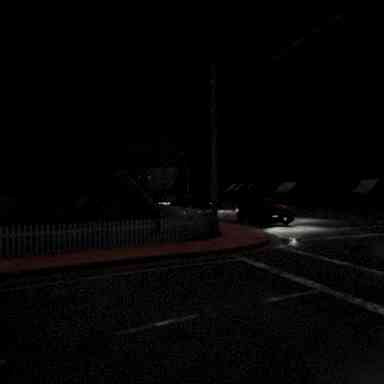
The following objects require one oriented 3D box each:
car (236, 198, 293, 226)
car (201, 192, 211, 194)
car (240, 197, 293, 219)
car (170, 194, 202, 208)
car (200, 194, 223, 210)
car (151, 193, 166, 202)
[{"bbox_3d":[4.702,1.334,22.227,1.837,1.490,4.892,0,1,-22],"label":"car"},{"bbox_3d":[2.199,0.858,56.712,2.097,1.767,4.553,0,1,-22],"label":"car"},{"bbox_3d":[6.120,1.249,28.065,1.882,1.535,5.008,0,1,-22],"label":"car"},{"bbox_3d":[-0.920,1.274,36.152,1.994,1.385,4.181,0,1,-22],"label":"car"},{"bbox_3d":[1.860,1.281,38.617,1.895,1.301,4.718,0,1,-22],"label":"car"},{"bbox_3d":[-5.921,1.004,58.102,2.128,1.511,4.902,0,0,-22],"label":"car"}]
